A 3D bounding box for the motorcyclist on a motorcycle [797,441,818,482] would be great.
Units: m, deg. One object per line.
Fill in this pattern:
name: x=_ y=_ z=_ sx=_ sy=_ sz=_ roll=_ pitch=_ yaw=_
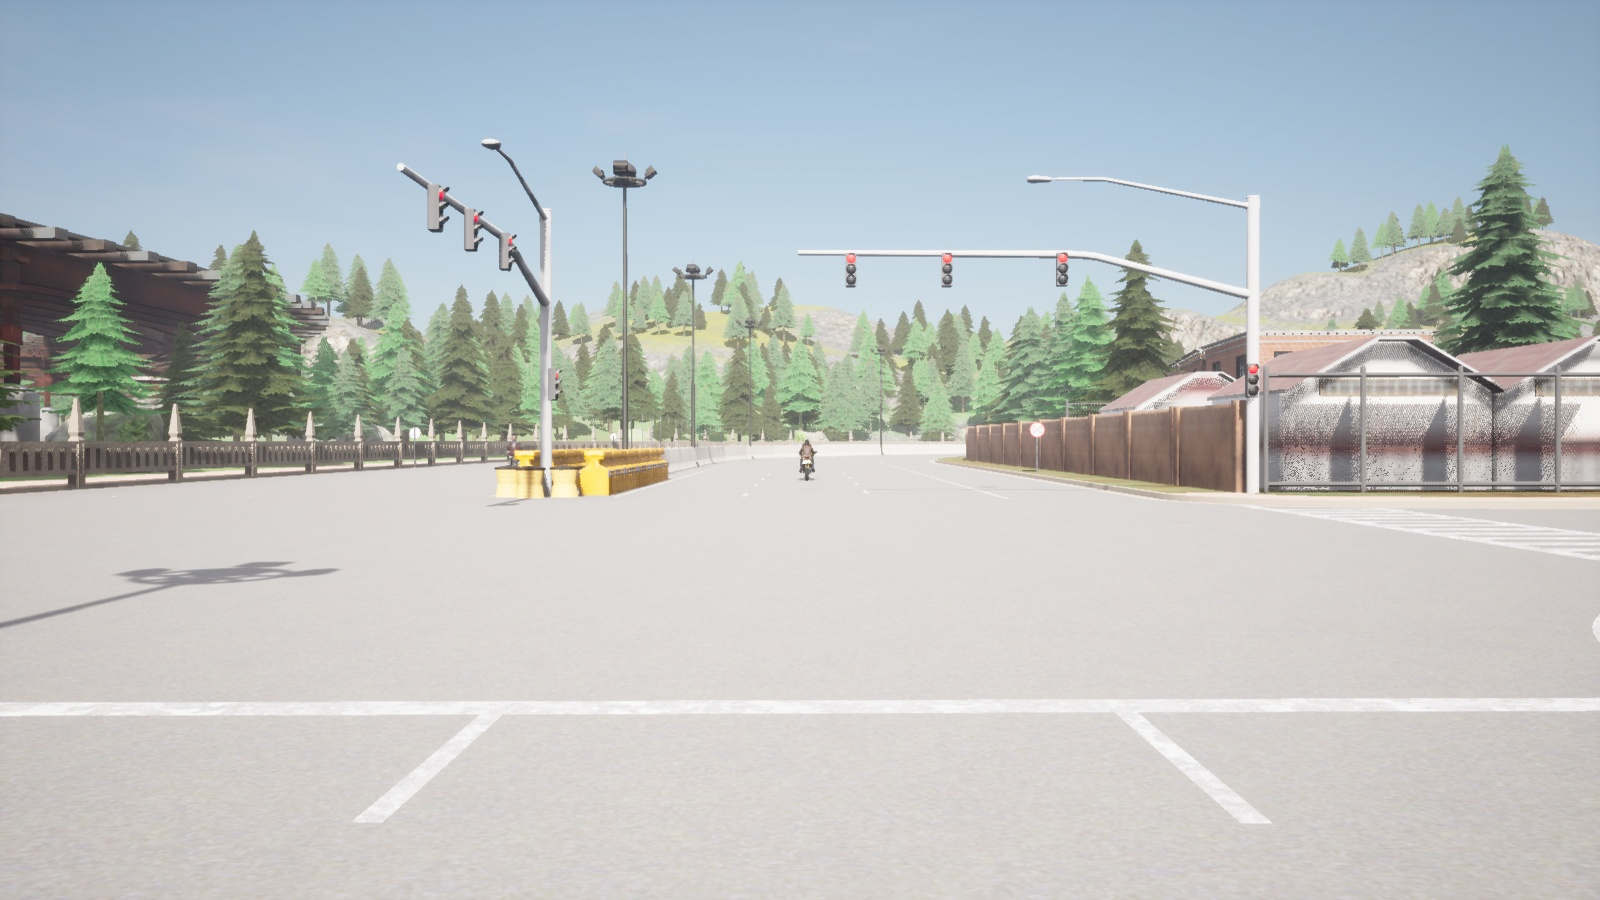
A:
motorcyclist on a motorcycle: x=0.275 y=0.418 z=49.012 sx=0.797 sy=1.523 sz=2.044 roll=0 pitch=2 yaw=0
